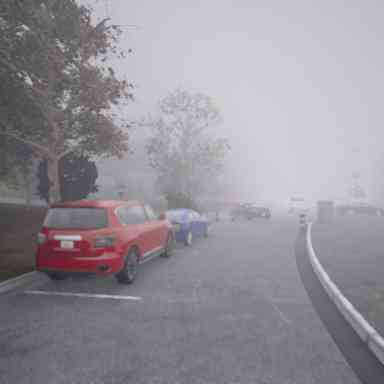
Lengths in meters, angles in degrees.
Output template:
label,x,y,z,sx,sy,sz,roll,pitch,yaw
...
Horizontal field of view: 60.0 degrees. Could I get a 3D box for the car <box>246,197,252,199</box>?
label,x,y,z,sx,sy,sz,roll,pitch,yaw
car,8.392,2.072,62.571,4.553,1.767,2.185,-1,-1,-1

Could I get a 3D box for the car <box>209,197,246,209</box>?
label,x,y,z,sx,sy,sz,roll,pitch,yaw
car,5.478,1.809,54.239,5.566,2.045,2.435,-1,-1,-1

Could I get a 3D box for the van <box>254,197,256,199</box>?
label,x,y,z,sx,sy,sz,roll,pitch,yaw
van,10.187,2.068,68.123,4.442,1.987,1.878,-1,-1,-1

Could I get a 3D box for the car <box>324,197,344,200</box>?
label,x,y,z,sx,sy,sz,roll,pitch,yaw
car,21.499,1.922,45.625,5.366,1.575,1.946,1,-1,-1

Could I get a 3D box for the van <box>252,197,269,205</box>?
label,x,y,z,sx,sy,sz,roll,pitch,yaw
van,19.153,2.552,93.151,4.442,1.987,1.878,-1,-2,-1

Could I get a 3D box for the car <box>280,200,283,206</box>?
label,x,y,z,sx,sy,sz,roll,pitch,yaw
car,19.364,2.467,74.665,2.033,1.411,5.357,0,-1,19

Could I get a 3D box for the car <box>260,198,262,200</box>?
label,x,y,z,sx,sy,sz,roll,pitch,yaw
car,12.431,2.386,73.690,5.366,1.575,1.946,-1,-2,-1

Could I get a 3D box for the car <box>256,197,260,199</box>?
label,x,y,z,sx,sy,sz,roll,pitch,yaw
car,11.282,2.341,70.903,4.892,1.521,2.231,-1,-1,-1

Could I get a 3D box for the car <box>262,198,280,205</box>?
label,x,y,z,sx,sy,sz,roll,pitch,yaw
car,14.144,2.172,59.824,1.837,1.490,4.892,0,-1,20

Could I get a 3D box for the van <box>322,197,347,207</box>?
label,x,y,z,sx,sy,sz,roll,pitch,yaw
van,30.135,2.124,70.552,4.442,1.987,1.878,1,-1,-1

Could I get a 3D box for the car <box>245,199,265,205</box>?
label,x,y,z,sx,sy,sz,roll,pitch,yaw
car,16.125,2.645,84.805,4.674,1.452,2.002,-1,-2,-1

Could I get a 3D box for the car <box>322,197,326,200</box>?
label,x,y,z,sx,sy,sz,roll,pitch,yaw
car,23.256,2.015,51.149,4.892,1.521,2.231,1,0,-1

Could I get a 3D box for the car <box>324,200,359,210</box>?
label,x,y,z,sx,sy,sz,roll,pitch,yaw
car,24.185,2.088,53.923,4.792,1.488,2.163,1,0,-1

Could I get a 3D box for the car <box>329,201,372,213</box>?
label,x,y,z,sx,sy,sz,roll,pitch,yaw
car,20.349,1.917,42.845,4.674,1.452,2.002,1,0,-1

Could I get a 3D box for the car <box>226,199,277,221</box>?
label,x,y,z,sx,sy,sz,roll,pitch,yaw
car,4.812,1.580,27.785,1.812,1.442,4.674,1,-2,-18

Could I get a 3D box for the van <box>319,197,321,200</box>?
label,x,y,z,sx,sy,sz,roll,pitch,yaw
van,27.969,2.019,65.001,4.442,1.987,1.878,1,-1,-1

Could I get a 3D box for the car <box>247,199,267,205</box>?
label,x,y,z,sx,sy,sz,roll,pitch,yaw
car,17.093,2.701,87.586,4.674,1.452,2.002,-1,-2,-1

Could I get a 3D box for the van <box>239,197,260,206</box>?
label,x,y,z,sx,sy,sz,roll,pitch,yaw
van,13.097,2.218,76.466,4.442,1.987,1.878,-1,-1,-1

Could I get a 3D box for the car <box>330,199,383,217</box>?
label,x,y,z,sx,sy,sz,roll,pitch,yaw
car,17.445,1.741,34.543,4.892,1.521,2.231,1,-1,-1

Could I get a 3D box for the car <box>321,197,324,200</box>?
label,x,y,z,sx,sy,sz,roll,pitch,yaw
car,25.188,2.106,56.694,4.892,1.521,2.231,1,0,-1

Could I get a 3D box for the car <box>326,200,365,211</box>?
label,x,y,z,sx,sy,sz,roll,pitch,yaw
car,22.283,2.008,48.385,4.674,1.452,2.002,1,0,-1

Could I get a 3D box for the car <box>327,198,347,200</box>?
label,x,y,z,sx,sy,sz,roll,pitch,yaw
car,19.387,1.832,40.075,4.892,1.521,2.231,1,0,-1

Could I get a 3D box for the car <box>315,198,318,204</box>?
label,x,y,z,sx,sy,sz,roll,pitch,yaw
car,32.948,2.258,78.857,5.566,2.045,2.435,1,-1,-1

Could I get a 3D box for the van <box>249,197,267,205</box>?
label,x,y,z,sx,sy,sz,roll,pitch,yaw
van,17.948,2.495,90.360,4.442,1.987,1.878,-1,-1,-1

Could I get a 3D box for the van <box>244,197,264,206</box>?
label,x,y,z,sx,sy,sz,roll,pitch,yaw
van,15.270,2.323,82.036,4.442,1.987,1.878,-1,-2,-1

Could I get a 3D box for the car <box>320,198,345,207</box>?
label,x,y,z,sx,sy,sz,roll,pitch,yaw
car,30.954,2.273,73.316,4.553,1.767,2.185,1,-1,-1

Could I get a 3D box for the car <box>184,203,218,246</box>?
label,x,y,z,sx,sy,sz,roll,pitch,yaw
car,-0.537,1.523,15.677,2.097,1.535,5.008,0,0,18

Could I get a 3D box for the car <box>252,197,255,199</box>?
label,x,y,z,sx,sy,sz,roll,pitch,yaw
car,9.305,2.275,65.346,4.792,1.488,2.163,-1,-1,-1

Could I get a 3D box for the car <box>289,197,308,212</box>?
label,x,y,z,sx,sy,sz,roll,pitch,yaw
car,14.252,1.641,44.619,2.150,2.045,5.566,0,-1,20

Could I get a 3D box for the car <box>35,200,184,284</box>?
label,x,y,z,sx,sy,sz,roll,pitch,yaw
car,-2.169,1.246,9.910,2.435,2.045,5.566,0,0,12

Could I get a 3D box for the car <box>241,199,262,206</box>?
label,x,y,z,sx,sy,sz,roll,pitch,yaw
car,14.189,2.534,79.239,4.674,1.452,2.002,-1,-1,-1
